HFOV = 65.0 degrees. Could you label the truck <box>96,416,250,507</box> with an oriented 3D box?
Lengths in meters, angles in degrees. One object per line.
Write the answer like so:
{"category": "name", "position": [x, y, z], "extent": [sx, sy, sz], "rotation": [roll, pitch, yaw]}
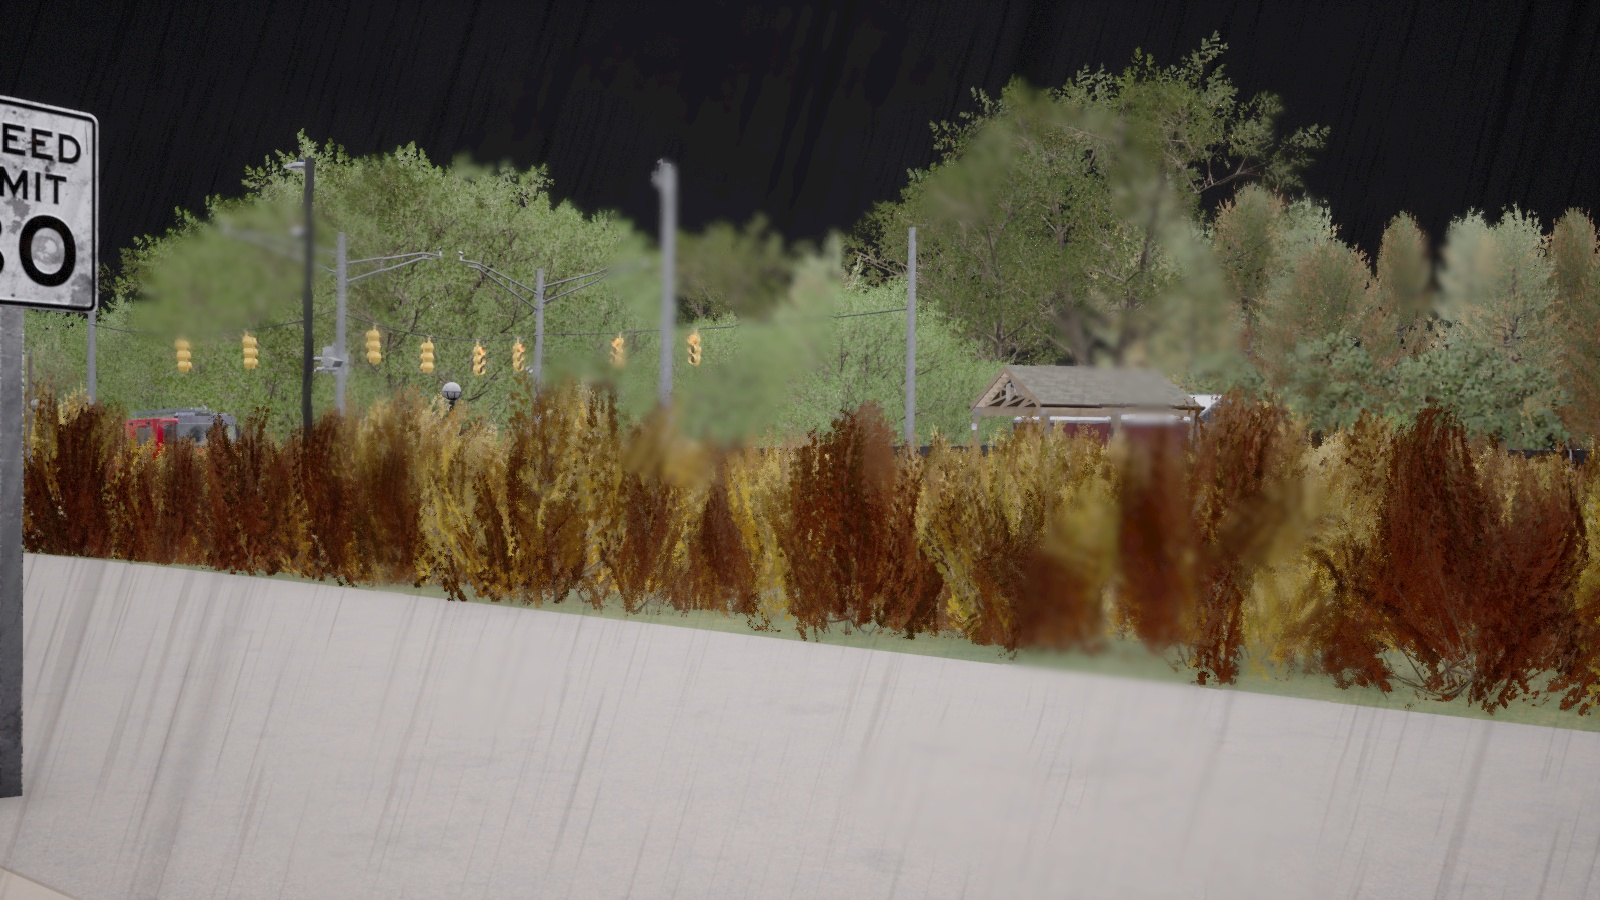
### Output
{"category": "truck", "position": [-28.529, 0.575, 56.951], "extent": [8.468, 3.827, 2.891], "rotation": [-2, 0, 39]}
